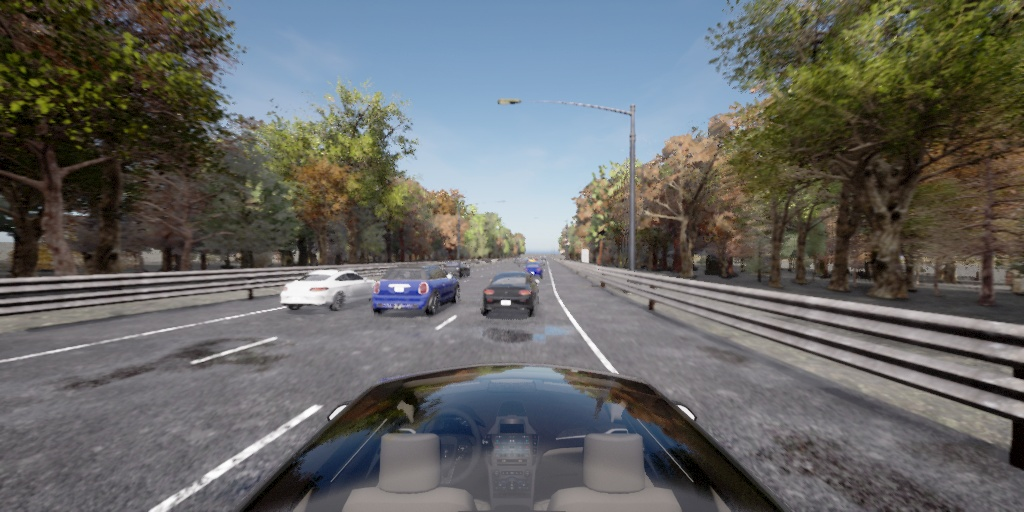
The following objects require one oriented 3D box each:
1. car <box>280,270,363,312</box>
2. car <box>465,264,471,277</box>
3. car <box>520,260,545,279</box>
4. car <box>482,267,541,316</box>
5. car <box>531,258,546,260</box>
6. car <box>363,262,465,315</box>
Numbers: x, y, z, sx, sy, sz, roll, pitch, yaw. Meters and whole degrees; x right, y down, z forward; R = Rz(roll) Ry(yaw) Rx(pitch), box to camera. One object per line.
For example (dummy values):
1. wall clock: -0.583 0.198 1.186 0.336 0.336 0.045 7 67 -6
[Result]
1. car: -6.938 1.264 14.189 1.812 1.442 4.674 0 0 5
2. car: -5.127 1.288 33.177 2.128 1.511 4.902 0 0 5
3. car: 2.030 1.373 34.498 1.812 1.442 4.674 0 0 5
4. car: 0.031 1.307 13.524 1.812 1.442 4.674 0 0 5
5. car: 4.684 1.463 62.368 2.033 1.411 5.357 0 0 5
6. car: -3.462 1.112 13.769 2.097 1.767 4.553 0 0 5
